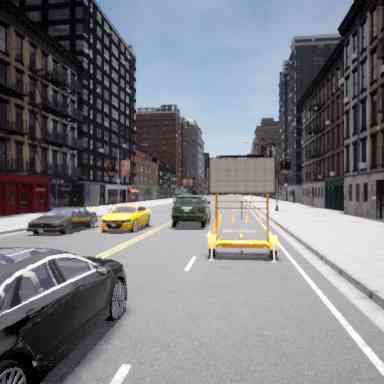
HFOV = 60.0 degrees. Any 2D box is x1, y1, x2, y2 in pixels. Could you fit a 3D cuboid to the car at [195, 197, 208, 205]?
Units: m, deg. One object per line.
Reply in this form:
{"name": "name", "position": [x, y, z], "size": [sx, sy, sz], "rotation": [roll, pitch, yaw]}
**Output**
{"name": "car", "position": [1.768, 1.576, 62.485], "size": [1.994, 1.385, 4.181], "rotation": [0, 0, 8]}

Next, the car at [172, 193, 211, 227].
{"name": "car", "position": [0.043, 1.222, 22.897], "size": [2.150, 2.045, 5.566], "rotation": [0, 0, 7]}

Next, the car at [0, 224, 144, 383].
{"name": "car", "position": [-2.364, 1.492, 4.445], "size": [2.128, 1.511, 4.902], "rotation": [0, 0, 7]}

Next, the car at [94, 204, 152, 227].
{"name": "car", "position": [-3.815, 1.478, 19.996], "size": [1.882, 1.535, 5.008], "rotation": [0, 0, 7]}

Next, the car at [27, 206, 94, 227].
{"name": "car", "position": [-7.199, 1.548, 19.203], "size": [2.033, 1.411, 5.357], "rotation": [0, 0, 7]}

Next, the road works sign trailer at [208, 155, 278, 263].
{"name": "road works sign trailer", "position": [1.813, 0.464, 12.114], "size": [2.380, 3.560, 2.880], "rotation": [0, 0, 7]}

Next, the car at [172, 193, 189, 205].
{"name": "car", "position": [-1.992, 1.232, 58.967], "size": [2.150, 2.045, 5.566], "rotation": [0, 0, 8]}
